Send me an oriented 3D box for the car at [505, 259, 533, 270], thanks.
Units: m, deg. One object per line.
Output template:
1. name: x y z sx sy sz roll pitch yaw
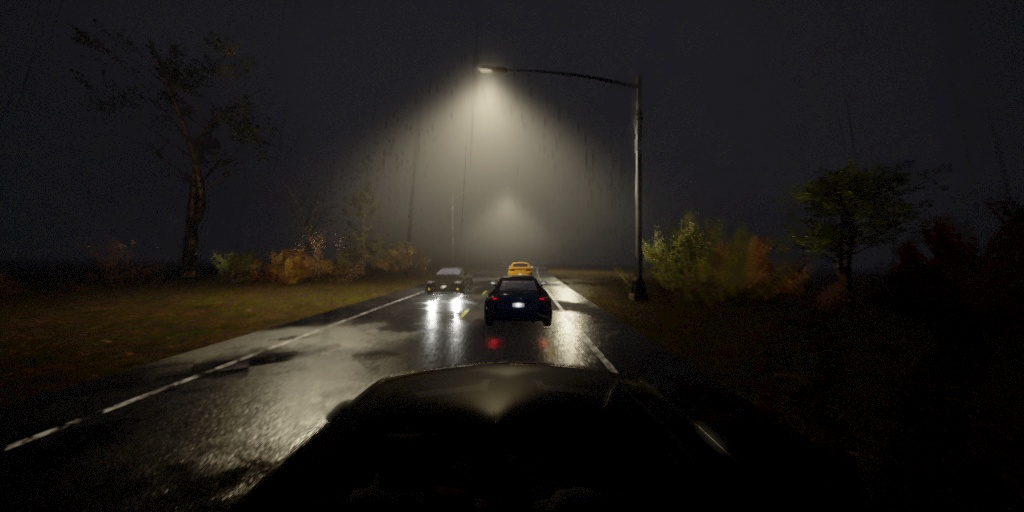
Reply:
1. car: 0.721 1.232 29.490 1.882 1.535 5.008 0 0 2

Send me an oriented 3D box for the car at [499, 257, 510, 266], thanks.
1. car: -1.002 0.895 60.147 1.812 1.442 4.674 0 0 5

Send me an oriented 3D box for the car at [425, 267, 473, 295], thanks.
1. car: -3.322 1.316 19.617 1.994 1.385 4.181 0 0 2

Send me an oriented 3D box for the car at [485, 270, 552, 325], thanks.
1. car: 0.209 1.316 11.849 1.994 1.385 4.181 0 0 1
